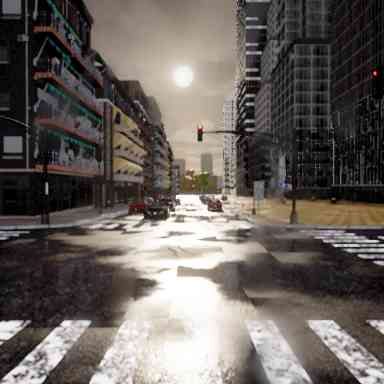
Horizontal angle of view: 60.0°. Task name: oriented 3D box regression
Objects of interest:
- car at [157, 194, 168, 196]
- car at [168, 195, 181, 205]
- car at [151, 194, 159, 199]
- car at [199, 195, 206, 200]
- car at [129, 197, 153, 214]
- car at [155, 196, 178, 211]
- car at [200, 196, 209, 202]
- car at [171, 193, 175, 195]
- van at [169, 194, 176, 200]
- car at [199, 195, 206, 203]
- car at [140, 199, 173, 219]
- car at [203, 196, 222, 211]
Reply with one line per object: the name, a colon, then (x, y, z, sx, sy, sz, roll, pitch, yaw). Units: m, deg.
car: (-5.578, 1.304, 52.453, 2.192, 1.841, 5.009, -1, 0, 0)
car: (-2.928, 1.590, 56.588, 1.895, 1.301, 4.718, 0, 0, 1)
car: (-5.603, 1.429, 41.155, 1.967, 1.590, 4.097, -1, 0, 0)
car: (2.869, 1.520, 92.203, 1.752, 1.417, 4.829, -1, 0, 0)
car: (-5.615, 1.535, 35.506, 1.887, 1.381, 4.507, -1, 0, 0)
car: (-2.999, 1.495, 39.661, 1.837, 1.490, 4.892, 0, 0, 0)
car: (2.828, 1.536, 75.086, 1.887, 1.381, 4.507, -1, 0, 0)
car: (-5.495, 1.309, 86.347, 2.192, 1.841, 5.009, -1, 0, 0)
van: (-5.481, 1.336, 91.994, 1.690, 1.788, 3.998, -1, 0, 0)
car: (2.801, 1.541, 63.788, 2.008, 1.369, 4.403, -1, 0, 0)
car: (-3.029, 1.555, 29.278, 1.994, 1.385, 4.181, 0, 0, 0)
car: (2.745, 1.534, 41.192, 1.887, 1.381, 4.507, -1, 0, 0)
